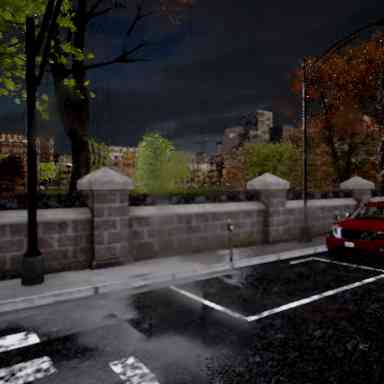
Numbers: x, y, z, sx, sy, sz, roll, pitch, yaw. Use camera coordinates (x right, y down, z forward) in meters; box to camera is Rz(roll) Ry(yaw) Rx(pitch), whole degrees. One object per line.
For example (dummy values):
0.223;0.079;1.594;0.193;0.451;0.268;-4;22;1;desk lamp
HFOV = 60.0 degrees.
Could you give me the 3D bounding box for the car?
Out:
6.727;1.227;11.365;5.009;1.841;2.192;-1;0;-36;car
